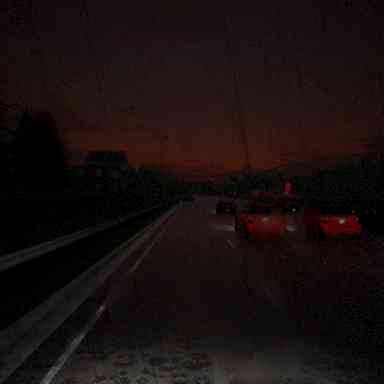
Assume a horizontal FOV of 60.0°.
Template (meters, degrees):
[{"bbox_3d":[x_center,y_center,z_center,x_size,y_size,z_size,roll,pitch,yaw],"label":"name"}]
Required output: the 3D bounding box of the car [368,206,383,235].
[{"bbox_3d":[10.599,1.576,19.324,2.128,1.511,4.902,0,0,0],"label":"car"}]

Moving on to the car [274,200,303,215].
[{"bbox_3d":[10.584,1.686,36.840,1.812,1.442,4.674,0,0,0],"label":"car"}]

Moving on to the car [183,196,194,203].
[{"bbox_3d":[-1.231,1.708,82.250,2.097,1.767,4.553,0,0,0],"label":"car"}]

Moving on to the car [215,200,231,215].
[{"bbox_3d":[3.597,1.647,35.731,2.128,1.511,4.902,0,0,0],"label":"car"}]

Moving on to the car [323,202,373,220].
[{"bbox_3d":[14.097,1.680,30.398,2.033,1.411,5.357,0,0,0],"label":"car"}]

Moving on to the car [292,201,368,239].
[{"bbox_3d":[7.101,1.430,17.868,2.097,1.767,4.553,0,0,0],"label":"car"}]

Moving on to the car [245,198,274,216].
[{"bbox_3d":[7.099,1.506,35.458,2.097,1.767,4.553,0,0,0],"label":"car"}]

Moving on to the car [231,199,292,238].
[{"bbox_3d":[3.600,1.431,18.136,2.097,1.767,4.553,0,0,0],"label":"car"}]
